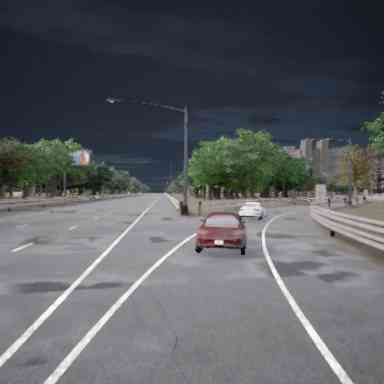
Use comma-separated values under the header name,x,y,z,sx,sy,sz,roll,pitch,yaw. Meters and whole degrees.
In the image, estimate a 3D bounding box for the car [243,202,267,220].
name,x,y,z,sx,sy,sz,roll,pitch,yaw
car,5.248,1.570,28.353,1.812,1.442,4.674,0,0,20

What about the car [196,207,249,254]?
name,x,y,z,sx,sy,sz,roll,pitch,yaw
car,1.296,1.538,13.530,1.812,1.442,4.674,0,0,10
